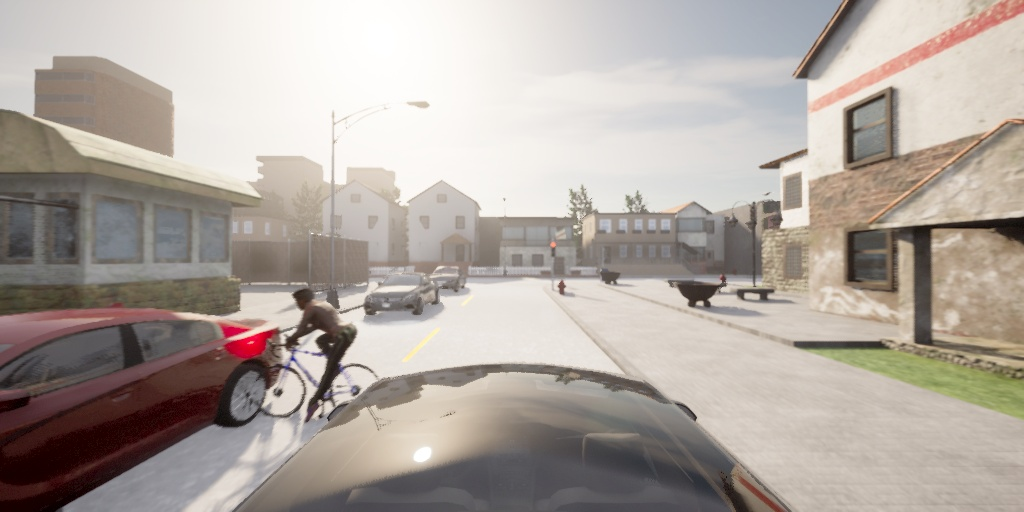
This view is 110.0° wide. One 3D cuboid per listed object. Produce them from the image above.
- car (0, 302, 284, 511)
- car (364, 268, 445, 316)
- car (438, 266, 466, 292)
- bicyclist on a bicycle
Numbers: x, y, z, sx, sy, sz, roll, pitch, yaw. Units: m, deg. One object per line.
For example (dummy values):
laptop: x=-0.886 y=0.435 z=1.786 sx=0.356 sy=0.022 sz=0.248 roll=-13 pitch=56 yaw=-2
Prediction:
car: x=-4.096 y=1.235 z=2.875 sx=1.882 sy=1.535 sz=5.008 roll=0 pitch=-1 yaw=0
car: x=-4.083 y=1.364 z=14.014 sx=1.812 sy=1.442 sz=4.674 roll=0 pitch=0 yaw=0
car: x=-4.011 y=1.390 z=22.387 sx=2.128 sy=1.511 sz=4.902 roll=0 pitch=0 yaw=0
bicyclist on a bicycle: x=-2.426 y=1.221 z=4.458 sx=1.656 sy=1.620 sz=0.582 roll=-1 pitch=0 yaw=1
